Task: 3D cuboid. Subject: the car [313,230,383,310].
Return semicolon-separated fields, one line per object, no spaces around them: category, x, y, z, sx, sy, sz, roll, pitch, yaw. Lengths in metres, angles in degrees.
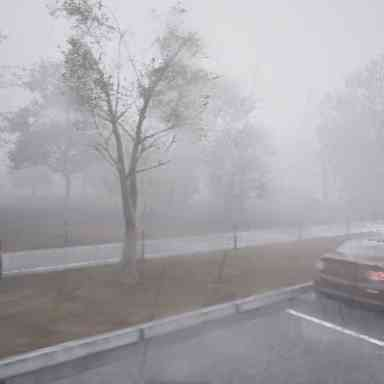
car;4.548;1.565;7.256;4.674;1.452;2.002;0;0;-35
